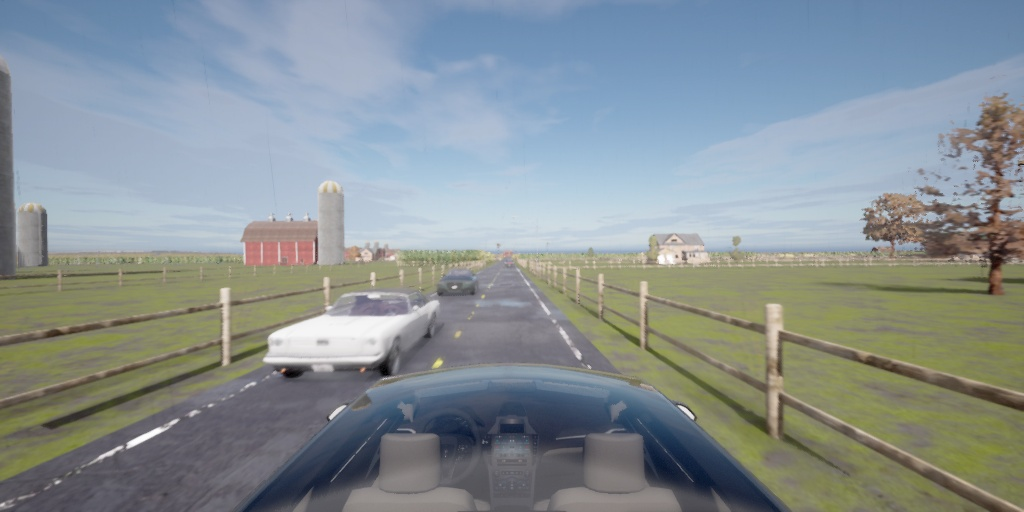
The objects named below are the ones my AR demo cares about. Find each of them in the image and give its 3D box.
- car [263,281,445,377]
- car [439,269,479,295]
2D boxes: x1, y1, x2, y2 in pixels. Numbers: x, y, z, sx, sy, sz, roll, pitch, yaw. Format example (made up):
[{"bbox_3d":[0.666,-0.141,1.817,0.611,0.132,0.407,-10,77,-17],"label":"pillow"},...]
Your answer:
[{"bbox_3d":[-2.876,1.400,7.630,1.895,1.301,4.718,0,0,0],"label":"car"},{"bbox_3d":[-2.962,1.426,20.401,1.994,1.385,4.181,0,0,-1],"label":"car"}]
